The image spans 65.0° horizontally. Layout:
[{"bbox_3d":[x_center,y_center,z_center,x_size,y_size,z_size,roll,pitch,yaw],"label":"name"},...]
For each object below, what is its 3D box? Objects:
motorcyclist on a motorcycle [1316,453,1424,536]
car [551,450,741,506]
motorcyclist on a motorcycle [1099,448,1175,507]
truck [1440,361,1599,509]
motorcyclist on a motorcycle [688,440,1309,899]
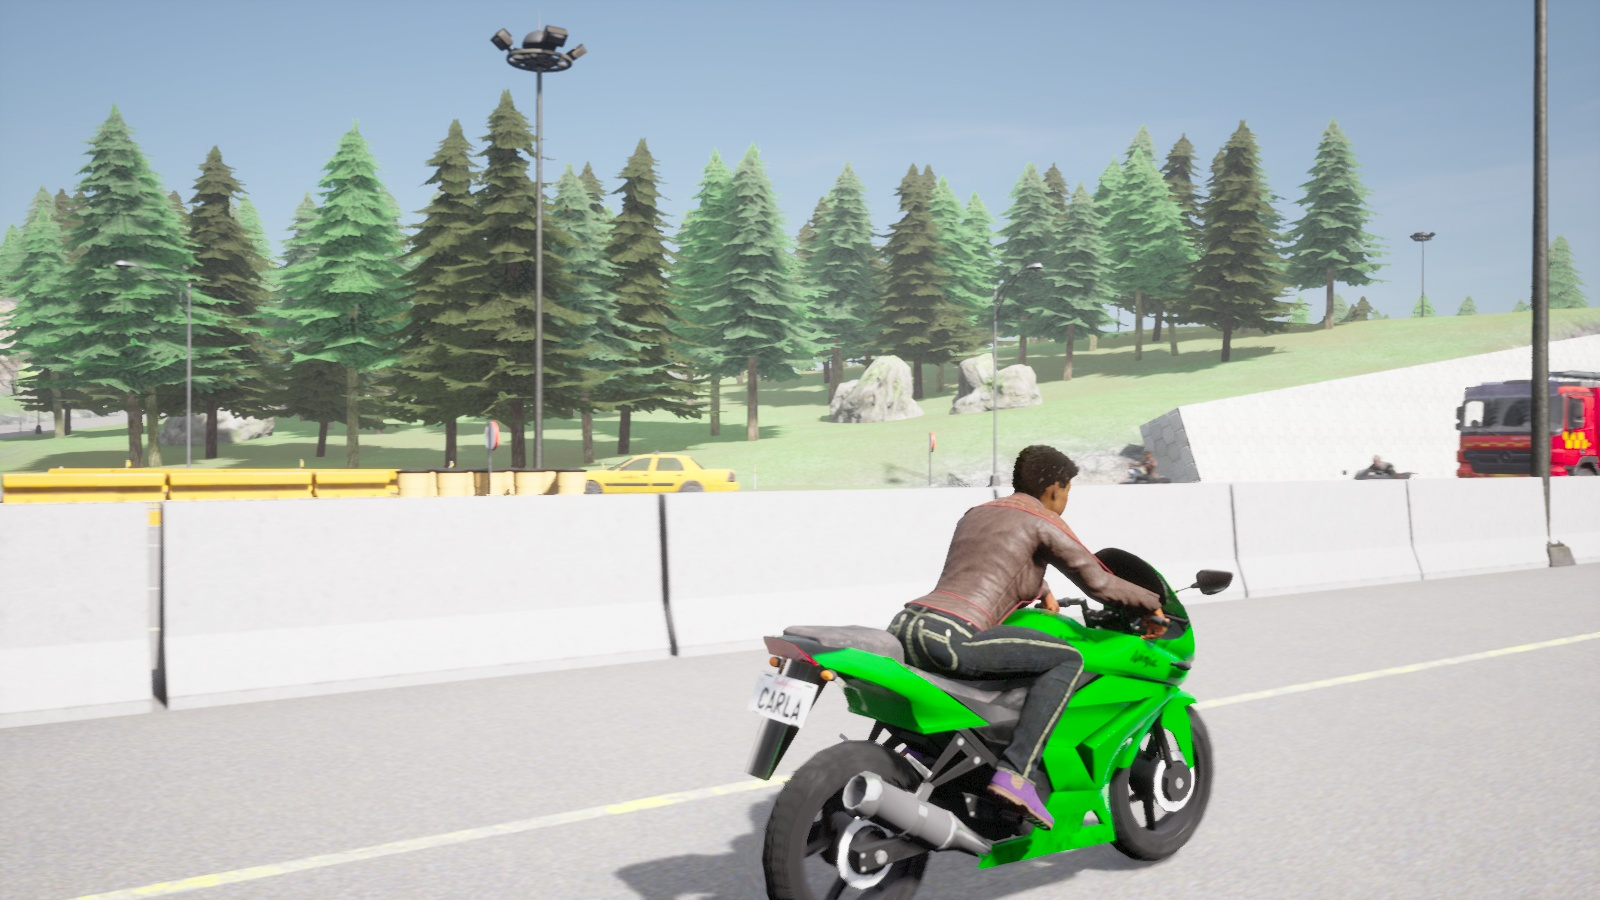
[{"bbox_3d":[10.935,0.816,24.062,2.191,1.530,0.866,0,0,-35],"label":"motorcyclist on a motorcycle"},{"bbox_3d":[-4.406,0.783,36.472,5.366,1.575,1.801,0,0,-3],"label":"car"},{"bbox_3d":[9.672,0.763,35.977,2.350,1.649,0.766,0,0,-35],"label":"motorcyclist on a motorcycle"},{"bbox_3d":[22.081,-0.378,36.090,8.468,3.827,2.891,0,0,-35],"label":"truck"},{"bbox_3d":[0.721,0.736,4.161,2.044,1.523,0.797,0,0,-35],"label":"motorcyclist on a motorcycle"}]
